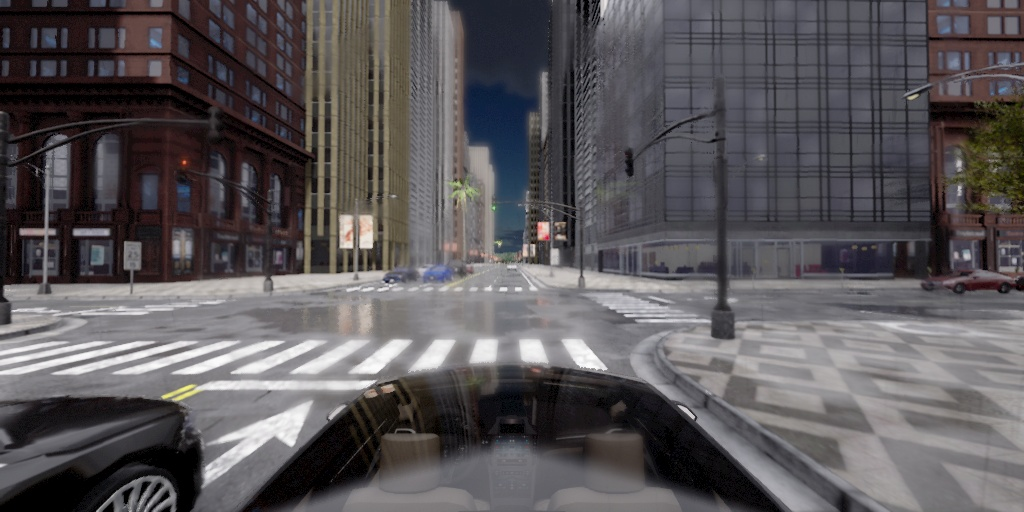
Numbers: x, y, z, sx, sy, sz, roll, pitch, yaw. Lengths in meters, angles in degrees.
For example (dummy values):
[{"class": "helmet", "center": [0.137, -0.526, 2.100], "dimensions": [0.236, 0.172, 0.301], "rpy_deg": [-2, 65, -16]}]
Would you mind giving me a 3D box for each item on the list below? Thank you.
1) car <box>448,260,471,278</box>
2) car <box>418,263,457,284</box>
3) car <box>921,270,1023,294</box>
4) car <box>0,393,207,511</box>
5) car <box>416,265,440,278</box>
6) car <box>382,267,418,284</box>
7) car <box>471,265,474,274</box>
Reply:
[{"class": "car", "center": [-6.622, 1.495, 42.533], "dimensions": [2.150, 2.045, 5.566], "rpy_deg": [0, -1, 0]}, {"class": "car", "center": [-6.615, 1.613, 32.423], "dimensions": [1.882, 1.535, 5.008], "rpy_deg": [0, -1, 2]}, {"class": "car", "center": [26.454, 1.473, 20.836], "dimensions": [4.207, 1.307, 1.802], "rpy_deg": [0, 0, -1]}, {"class": "car", "center": [-3.142, 1.231, 0.624], "dimensions": [2.128, 1.511, 4.902], "rpy_deg": [0, -1, -1]}, {"class": "car", "center": [-9.876, 1.800, 42.581], "dimensions": [1.812, 1.442, 4.674], "rpy_deg": [0, -1, 0]}, {"class": "car", "center": [-9.834, 1.683, 32.395], "dimensions": [2.033, 1.411, 5.357], "rpy_deg": [0, -1, 3]}, {"class": "car", "center": [-6.611, 1.947, 52.819], "dimensions": [1.812, 1.442, 4.674], "rpy_deg": [0, -1, 0]}]
